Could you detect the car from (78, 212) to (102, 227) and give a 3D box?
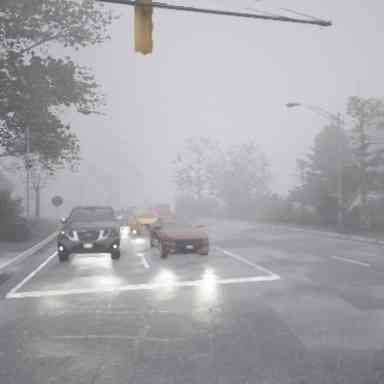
[{"bbox_3d":[-10.274,2.673,33.206,1.895,1.301,4.718,0,-2,-22],"label":"car"}]

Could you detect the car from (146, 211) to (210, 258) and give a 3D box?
[{"bbox_3d":[-0.678,1.795,14.471,1.882,1.535,5.008,0,-2,-14],"label":"car"}]

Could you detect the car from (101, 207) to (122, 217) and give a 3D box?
[{"bbox_3d":[-13.538,3.371,55.535,1.882,1.535,5.008,0,-2,-31],"label":"car"}]

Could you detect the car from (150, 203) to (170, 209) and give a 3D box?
[{"bbox_3d":[-4.852,2.664,47.154,2.150,2.045,5.566,0,-2,-26],"label":"car"}]

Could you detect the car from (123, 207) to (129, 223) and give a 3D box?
[{"bbox_3d":[-6.601,2.503,33.416,2.128,1.511,4.902,0,-2,-22],"label":"car"}]

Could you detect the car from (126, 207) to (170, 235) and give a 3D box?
[{"bbox_3d":[-3.225,2.099,23.701,1.882,1.535,5.008,0,-2,-18],"label":"car"}]

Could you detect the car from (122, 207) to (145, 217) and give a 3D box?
[{"bbox_3d":[-9.932,3.335,56.328,2.128,1.511,4.902,0,-2,-31],"label":"car"}]

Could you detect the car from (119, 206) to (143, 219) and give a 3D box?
[{"bbox_3d":[-8.702,2.862,46.902,2.097,1.767,4.553,0,-2,-27],"label":"car"}]

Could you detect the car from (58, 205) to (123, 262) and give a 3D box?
[{"bbox_3d":[-4.167,1.577,14.165,2.150,2.045,5.566,0,-2,-12],"label":"car"}]

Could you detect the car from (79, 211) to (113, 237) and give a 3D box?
[{"bbox_3d":[-6.887,2.171,23.681,2.128,1.511,4.902,0,-2,-18],"label":"car"}]
